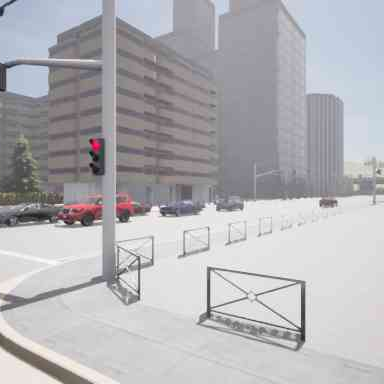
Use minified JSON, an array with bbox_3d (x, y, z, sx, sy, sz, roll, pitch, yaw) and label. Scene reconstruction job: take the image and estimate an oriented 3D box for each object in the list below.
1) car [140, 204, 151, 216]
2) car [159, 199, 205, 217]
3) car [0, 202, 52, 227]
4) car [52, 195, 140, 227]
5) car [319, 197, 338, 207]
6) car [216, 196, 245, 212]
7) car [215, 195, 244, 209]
[{"bbox_3d":[-5.984,1.601,30.582,1.895,1.301,4.718,0,0,35],"label":"car"},{"bbox_3d":[-1.036,1.601,31.593,1.895,1.301,4.718,0,0,35],"label":"car"},{"bbox_3d":[-11.244,1.492,22.951,2.128,1.511,4.902,0,0,35],"label":"car"},{"bbox_3d":[-6.582,1.221,23.549,2.150,2.045,5.566,0,0,35],"label":"car"},{"bbox_3d":[20.846,1.478,50.674,1.882,1.535,5.008,0,0,35],"label":"car"},{"bbox_3d":[4.650,1.526,39.814,1.812,1.442,4.674,0,0,35],"label":"car"},{"bbox_3d":[5.356,1.352,46.961,2.097,1.767,4.553,0,0,35],"label":"car"}]
